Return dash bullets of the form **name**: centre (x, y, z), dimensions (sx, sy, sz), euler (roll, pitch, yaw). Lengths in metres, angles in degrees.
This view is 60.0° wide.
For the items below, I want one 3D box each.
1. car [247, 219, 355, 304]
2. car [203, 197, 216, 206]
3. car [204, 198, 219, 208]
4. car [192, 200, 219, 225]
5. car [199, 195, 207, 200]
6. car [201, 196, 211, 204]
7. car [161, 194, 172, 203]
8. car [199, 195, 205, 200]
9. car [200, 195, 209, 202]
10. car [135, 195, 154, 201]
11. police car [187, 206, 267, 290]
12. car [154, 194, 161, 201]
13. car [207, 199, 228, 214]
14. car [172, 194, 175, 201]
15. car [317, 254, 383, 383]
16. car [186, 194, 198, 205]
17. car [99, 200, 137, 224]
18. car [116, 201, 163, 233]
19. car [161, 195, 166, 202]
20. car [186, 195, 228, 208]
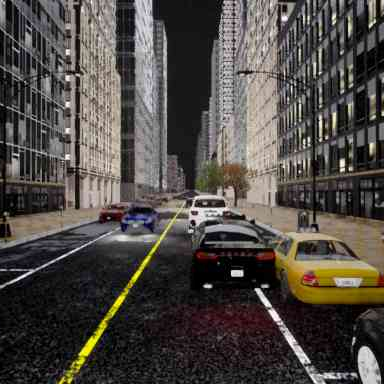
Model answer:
- **car**: centre (2.702, 1.524, 8.069), dimensions (1.752, 1.417, 4.829), euler (0, 0, 0)
- **car**: centre (2.743, 1.532, 53.297), dimensions (1.802, 1.307, 4.206), euler (1, 0, 0)
- **car**: centre (2.737, 1.542, 47.622), dimensions (1.802, 1.307, 4.206), euler (1, 0, 0)
- **car**: centre (0.921, 1.466, 25.136), dimensions (1.882, 1.535, 5.008), euler (0, 0, 0)
- **car**: centre (2.773, 1.410, 87.346), dimensions (1.887, 1.381, 4.507), euler (1, 0, 0)
- **car**: centre (2.753, 1.451, 64.817), dimensions (1.752, 1.417, 4.829), euler (1, 0, 0)
- **car**: centre (-5.626, 1.241, 64.670), dimensions (2.192, 1.841, 5.009), euler (1, 0, 0)
- **car**: centre (2.778, 1.430, 93.019), dimensions (1.802, 1.307, 4.206), euler (1, 0, 0)
- **car**: centre (2.763, 1.463, 75.996), dimensions (1.947, 1.339, 4.313), euler (1, 0, 0)
- **car**: centre (-5.652, 1.416, 36.293), dimensions (1.967, 1.590, 4.097), euler (0, 0, 0)
- **police car**: centre (0.907, 1.424, 9.246), dimensions (1.930, 1.638, 5.238), euler (0, 0, 0)
- **car**: centre (-5.646, 1.284, 41.968), dimensions (2.192, 1.841, 5.009), euler (0, 0, 0)
- **car**: centre (2.727, 1.542, 36.273), dimensions (1.947, 1.339, 4.313), euler (0, 0, 0)
- **car**: centre (-5.617, 1.338, 76.021), dimensions (1.967, 1.590, 4.097), euler (1, 0, 0)
- **car**: centre (2.697, 1.551, 2.222), dimensions (2.008, 1.369, 4.403), euler (0, 0, 0)
- **car**: centre (0.051, 1.289, 59.590), dimensions (2.097, 1.767, 4.553), euler (0, 0, 0)
- **car**: centre (-5.663, 1.533, 24.940), dimensions (1.887, 1.381, 4.507), euler (0, 0, 0)
- **car**: centre (-2.984, 1.518, 19.926), dimensions (1.812, 1.442, 4.674), euler (0, 0, 0)
- **car**: centre (-5.638, 1.532, 53.318), dimensions (1.802, 1.307, 4.206), euler (1, 0, 0)
- **car**: centre (0.916, 1.218, 19.166), dimensions (2.150, 2.045, 5.566), euler (0, 0, 0)
